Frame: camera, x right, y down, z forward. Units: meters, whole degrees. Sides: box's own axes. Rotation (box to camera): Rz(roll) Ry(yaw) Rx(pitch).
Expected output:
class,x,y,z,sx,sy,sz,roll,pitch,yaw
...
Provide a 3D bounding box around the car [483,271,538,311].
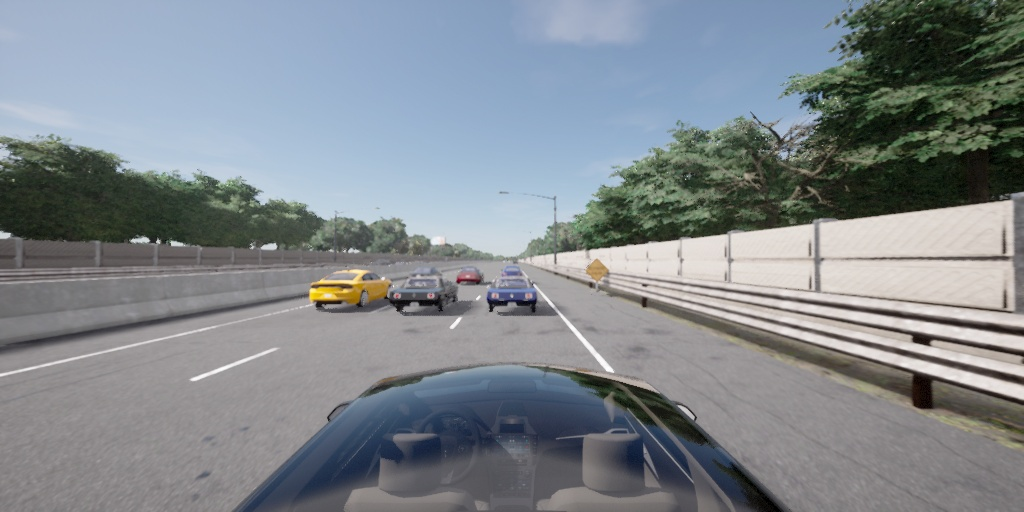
class,x,y,z,sx,sy,sz,roll,pitch,yaw
car,0.019,1.488,15.111,1.895,1.301,4.718,0,-1,0

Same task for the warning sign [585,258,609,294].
class,x,y,z,sx,sy,sz,roll,pitch,yaw
warning sign,4.549,1.043,19.130,1.300,1.860,1.060,0,0,0

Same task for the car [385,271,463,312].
class,x,y,z,sx,sy,sz,roll,pitch,yaw
car,-3.481,1.488,15.118,1.895,1.301,4.718,0,-1,0

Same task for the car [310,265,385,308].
class,x,y,z,sx,sy,sz,roll,pitch,yaw
car,-6.972,1.374,16.102,1.882,1.535,5.008,0,0,0

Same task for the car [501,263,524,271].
class,x,y,z,sx,sy,sz,roll,pitch,yaw
car,0.025,1.565,30.750,1.812,1.442,4.674,0,0,1

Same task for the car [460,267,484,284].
class,x,y,z,sx,sy,sz,roll,pitch,yaw
car,-3.476,1.600,30.302,1.994,1.385,4.181,0,0,0

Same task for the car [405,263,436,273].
class,x,y,z,sx,sy,sz,roll,pitch,yaw
car,-6.989,1.574,29.405,2.033,1.411,5.357,0,-1,0
